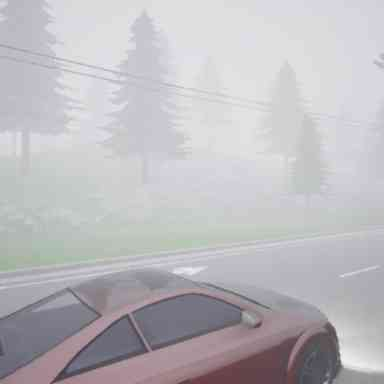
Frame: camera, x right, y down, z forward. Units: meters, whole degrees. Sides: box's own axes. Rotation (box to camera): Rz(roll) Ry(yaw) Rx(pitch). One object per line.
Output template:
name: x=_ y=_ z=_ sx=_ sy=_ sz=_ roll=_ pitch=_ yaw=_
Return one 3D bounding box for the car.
car: x=-0.282 y=1.563 z=3.546 sx=4.181 sy=1.385 sz=1.994 roll=0 pitch=0 yaw=-36
